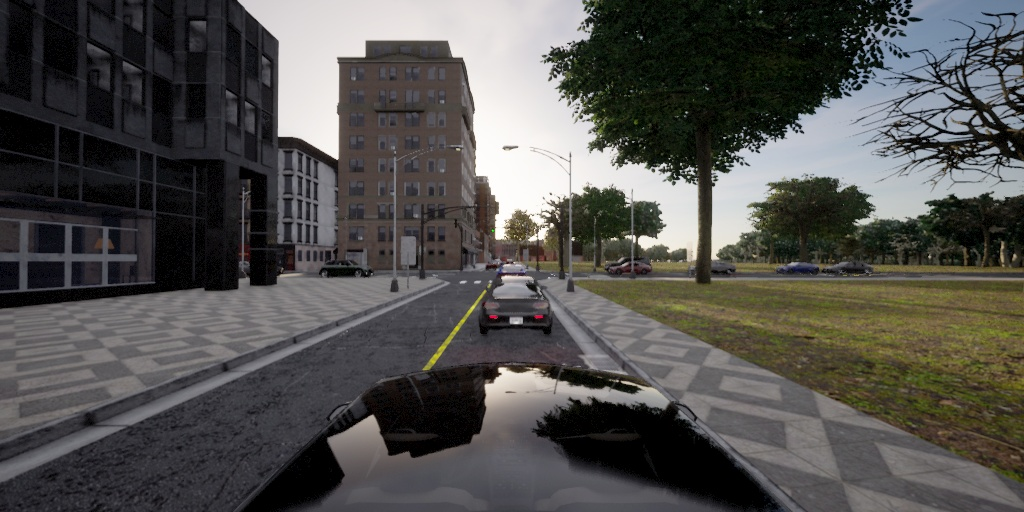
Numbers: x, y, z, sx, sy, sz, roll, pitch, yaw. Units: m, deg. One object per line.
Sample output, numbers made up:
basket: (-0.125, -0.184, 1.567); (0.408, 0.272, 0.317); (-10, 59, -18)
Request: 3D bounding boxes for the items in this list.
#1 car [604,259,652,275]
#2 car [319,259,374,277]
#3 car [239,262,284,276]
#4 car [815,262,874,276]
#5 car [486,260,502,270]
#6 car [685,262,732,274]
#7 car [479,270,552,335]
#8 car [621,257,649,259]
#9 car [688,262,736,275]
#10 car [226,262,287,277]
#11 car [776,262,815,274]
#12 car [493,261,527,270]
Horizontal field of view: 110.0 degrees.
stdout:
car: (13.180, 1.396, 40.059); (4.674, 1.442, 1.812); (0, -1, -3)
car: (-15.233, 1.118, 33.247); (4.553, 1.767, 2.097); (0, -1, 0)
car: (-24.371, 1.260, 33.205); (4.902, 1.511, 2.128); (0, -1, 0)
car: (37.506, 1.407, 40.164); (4.892, 1.490, 1.837); (0, -1, 0)
car: (-3.062, 1.505, 56.166); (1.895, 1.301, 4.718); (0, 0, 1)
car: (23.767, 1.448, 43.369); (4.674, 1.442, 1.812); (0, -1, 0)
car: (0.077, 1.292, 10.427); (1.812, 1.442, 4.674); (0, 0, 0)
car: (14.000, 1.133, 43.333); (5.566, 2.045, 2.150); (0, -1, 0)
car: (22.377, 1.370, 40.115); (4.902, 1.511, 2.128); (0, -1, 0)
car: (-25.868, 1.315, 36.448); (4.892, 1.490, 1.837); (0, -1, 0)
car: (34.602, 1.464, 43.408); (4.674, 1.442, 1.812); (0, -1, 0)
car: (-0.002, 1.275, 23.210); (1.882, 1.535, 5.008); (0, 0, 0)
